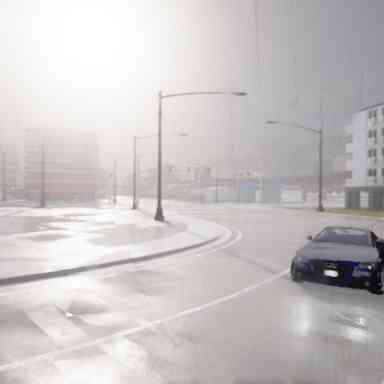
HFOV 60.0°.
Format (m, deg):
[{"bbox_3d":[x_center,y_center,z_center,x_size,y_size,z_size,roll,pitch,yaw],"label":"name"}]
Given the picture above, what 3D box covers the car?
[{"bbox_3d":[4.223,1.657,9.142,1.994,1.385,4.181,0,0,33],"label":"car"}]
